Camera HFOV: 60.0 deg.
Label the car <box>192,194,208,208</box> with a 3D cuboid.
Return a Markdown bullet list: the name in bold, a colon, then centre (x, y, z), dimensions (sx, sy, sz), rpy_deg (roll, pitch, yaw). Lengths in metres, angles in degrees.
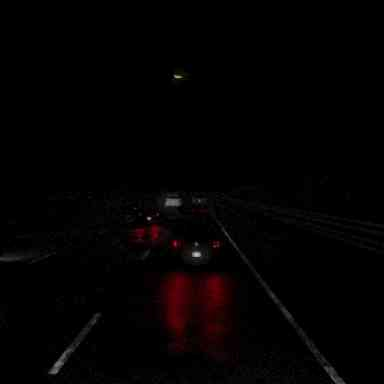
- **car**: centre (1.200, 1.330, 50.440), dimensions (2.150, 2.045, 5.566), rpy_deg (0, 0, 3)

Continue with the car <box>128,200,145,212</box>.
- **car**: centre (-6.227, 1.624, 39.348), dimensions (1.812, 1.442, 4.674), rpy_deg (0, 0, 2)

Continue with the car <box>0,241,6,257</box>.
- **car**: centre (-6.878, 1.573, 8.112), dimensions (2.033, 1.411, 5.357), rpy_deg (0, 0, 1)

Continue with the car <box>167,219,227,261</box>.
- **car**: centre (0.171, 1.645, 12.495), dimensions (1.895, 1.301, 4.718), rpy_deg (0, 0, 1)

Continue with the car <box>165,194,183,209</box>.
- **car**: centre (-2.460, 1.329, 46.382), dimensions (2.150, 2.045, 5.566), rpy_deg (0, 0, 2)

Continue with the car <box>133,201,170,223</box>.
- **car**: centre (-3.086, 1.679, 26.478), dimensions (1.895, 1.301, 4.718), rpy_deg (0, 0, 1)
